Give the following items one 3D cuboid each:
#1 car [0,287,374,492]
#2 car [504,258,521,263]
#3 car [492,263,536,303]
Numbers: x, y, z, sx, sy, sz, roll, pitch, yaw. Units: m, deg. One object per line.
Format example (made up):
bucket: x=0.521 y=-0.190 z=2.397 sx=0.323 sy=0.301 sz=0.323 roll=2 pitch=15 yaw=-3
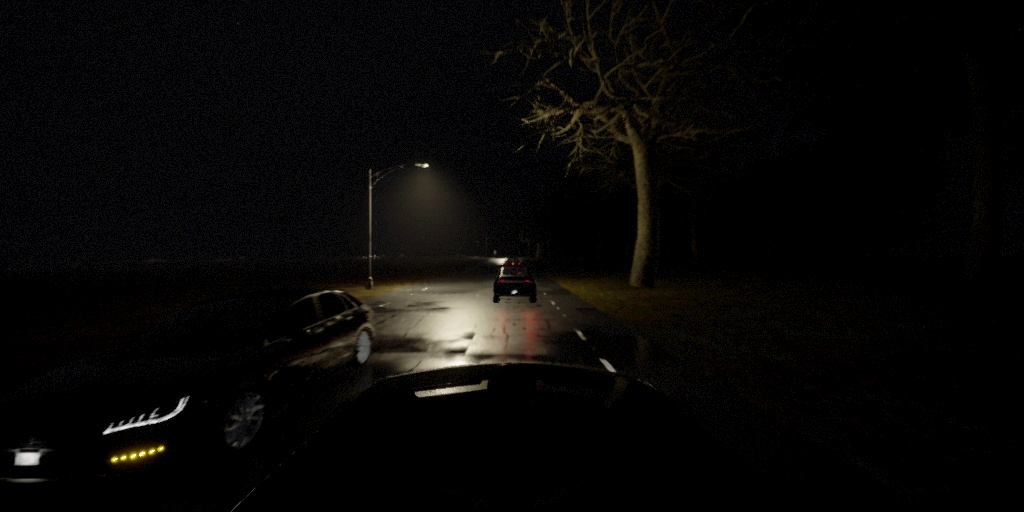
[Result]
car: x=-3.579 y=1.261 z=5.085 sx=1.837 sy=1.490 sz=4.892 roll=0 pitch=0 yaw=0
car: x=0.117 y=0.981 z=45.338 sx=2.097 sy=1.767 sz=4.553 roll=0 pitch=0 yaw=0
car: x=0.104 y=1.249 z=16.883 sx=2.128 sy=1.511 sz=4.902 roll=0 pitch=0 yaw=0
